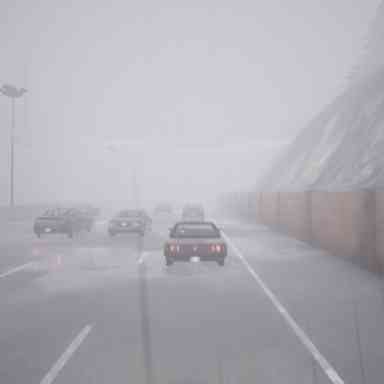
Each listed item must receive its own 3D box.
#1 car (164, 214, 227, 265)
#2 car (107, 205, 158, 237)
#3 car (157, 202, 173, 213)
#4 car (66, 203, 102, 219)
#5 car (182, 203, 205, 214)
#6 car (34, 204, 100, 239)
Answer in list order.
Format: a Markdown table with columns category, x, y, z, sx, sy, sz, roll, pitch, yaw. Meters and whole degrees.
| category | x | y | z | sx | sy | sz | roll | pitch | yaw |
| --- | --- | --- | --- | --- | --- | --- | --- | --- | --- |
| car | 0.101 | 1.686 | 11.921 | 1.895 | 1.301 | 4.718 | 0 | 0 | 0 |
| car | -3.397 | 1.683 | 19.051 | 2.033 | 1.411 | 5.357 | 0 | 0 | 0 |
| car | -3.391 | 1.853 | 40.881 | 1.994 | 1.385 | 4.181 | 0 | 0 | 0 |
| car | -10.391 | 1.830 | 32.364 | 1.895 | 1.301 | 4.718 | 0 | 0 | 0 |
| car | 0.108 | 1.702 | 29.665 | 2.128 | 1.511 | 4.902 | 0 | 0 | 0 |
| car | -6.896 | 1.622 | 18.337 | 2.128 | 1.511 | 4.902 | 0 | 0 | 0 |
